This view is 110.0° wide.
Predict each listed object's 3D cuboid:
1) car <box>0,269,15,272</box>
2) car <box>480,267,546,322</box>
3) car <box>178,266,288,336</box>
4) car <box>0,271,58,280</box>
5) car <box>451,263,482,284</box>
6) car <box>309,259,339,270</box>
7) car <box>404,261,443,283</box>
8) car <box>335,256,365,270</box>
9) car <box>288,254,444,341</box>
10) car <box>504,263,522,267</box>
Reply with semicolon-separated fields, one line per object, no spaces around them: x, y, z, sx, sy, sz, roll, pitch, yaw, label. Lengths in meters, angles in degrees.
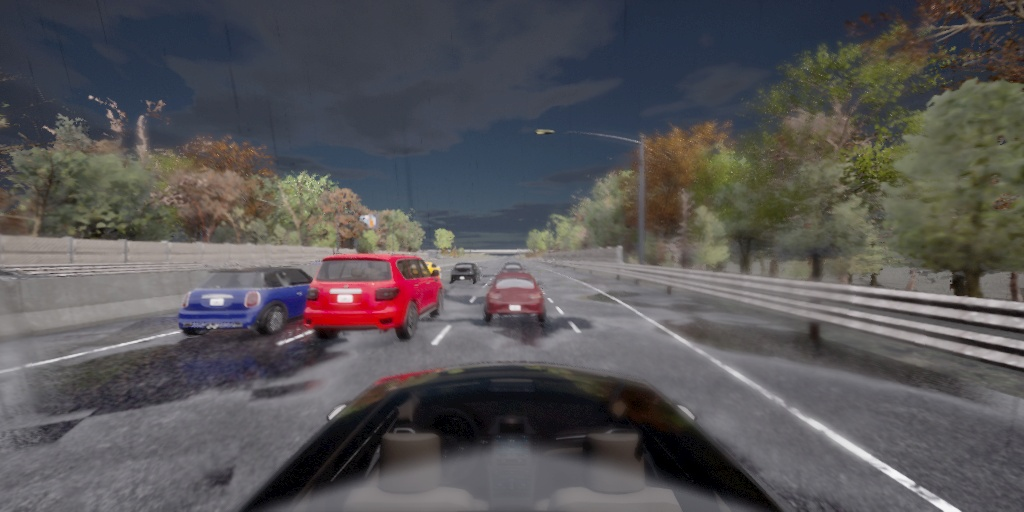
-21.102;1.247;13.542;1.837;1.490;4.892;0;0;0;car
0.098;1.269;12.183;1.812;1.442;4.674;0;0;0;car
-6.902;1.096;10.527;2.097;1.767;4.553;0;0;0;car
-17.602;1.344;12.348;1.895;1.301;4.718;0;0;0;car
-3.405;1.246;26.942;1.837;1.490;4.892;0;0;0;car
-28.056;1.230;53.649;1.882;1.535;5.008;0;0;1;car
-6.905;1.219;28.519;1.882;1.535;5.008;0;0;0;car
-24.559;0.974;54.614;2.150;2.045;5.566;0;0;1;car
-3.402;0.966;10.015;2.150;2.045;5.566;0;0;0;car
0.094;1.267;27.930;1.812;1.442;4.674;0;0;0;car
